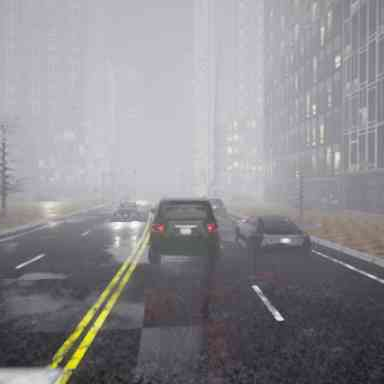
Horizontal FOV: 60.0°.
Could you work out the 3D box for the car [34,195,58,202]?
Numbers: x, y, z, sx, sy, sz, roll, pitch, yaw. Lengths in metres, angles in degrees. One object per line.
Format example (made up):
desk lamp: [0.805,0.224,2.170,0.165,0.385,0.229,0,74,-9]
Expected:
car: [-28.451,1.253,64.818,4.313,1.339,1.947,0,1,-5]

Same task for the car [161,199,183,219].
car: [-1.831,1.417,29.319,1.812,1.442,4.674,0,0,-6]

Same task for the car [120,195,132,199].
car: [-11.305,1.290,56.666,2.128,1.511,4.902,0,0,-6]

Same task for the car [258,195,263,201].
car: [15.045,1.282,77.134,4.829,1.417,1.752,0,1,-5]

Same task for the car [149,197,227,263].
car: [-0.315,1.177,11.914,2.150,2.045,5.566,0,0,-3]

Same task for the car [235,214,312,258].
car: [2.878,1.509,12.584,1.994,1.385,4.181,0,0,-3]

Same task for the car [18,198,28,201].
car: [-34.119,1.237,64.363,4.206,1.307,1.802,0,1,-5]

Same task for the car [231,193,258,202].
car: [10.322,1.210,68.312,5.009,1.841,2.192,0,1,-5]

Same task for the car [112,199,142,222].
car: [-4.906,1.481,25.675,1.994,1.385,4.181,0,0,-6]
